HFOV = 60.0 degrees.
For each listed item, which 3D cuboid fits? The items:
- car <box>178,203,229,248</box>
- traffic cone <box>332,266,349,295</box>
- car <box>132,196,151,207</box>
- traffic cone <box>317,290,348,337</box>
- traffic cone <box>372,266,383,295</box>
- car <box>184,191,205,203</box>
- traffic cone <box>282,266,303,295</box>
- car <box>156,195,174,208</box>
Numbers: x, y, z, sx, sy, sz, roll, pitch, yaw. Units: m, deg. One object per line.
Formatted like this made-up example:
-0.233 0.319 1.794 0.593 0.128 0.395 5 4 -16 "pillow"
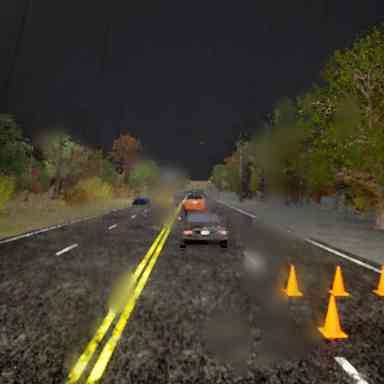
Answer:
0.402 1.434 14.172 2.033 1.411 5.357 0 1 -1 "car"
3.177 1.903 7.225 0.340 0.580 0.340 0 0 -1 "traffic cone"
-6.460 1.171 42.918 1.895 1.301 4.718 0 1 0 "car"
2.199 1.915 5.215 0.340 0.580 0.340 0 0 -1 "traffic cone"
4.177 1.908 7.236 0.340 0.580 0.340 0 0 -1 "traffic cone"
0.256 1.041 34.290 2.097 1.767 4.553 0 1 0 "car"
2.178 1.898 7.215 0.340 0.580 0.340 0 0 -1 "traffic cone"
-3.202 1.089 40.475 1.882 1.535 5.008 0 1 0 "car"
